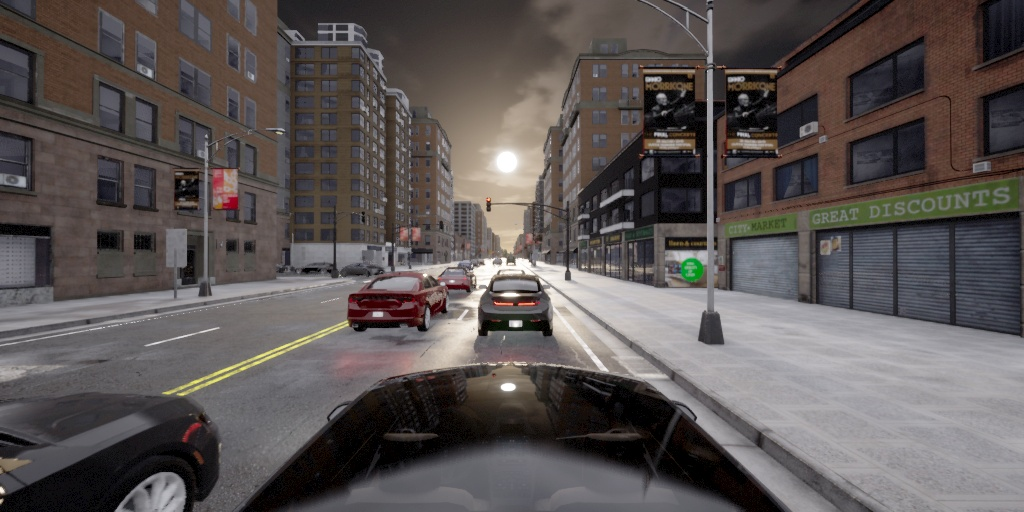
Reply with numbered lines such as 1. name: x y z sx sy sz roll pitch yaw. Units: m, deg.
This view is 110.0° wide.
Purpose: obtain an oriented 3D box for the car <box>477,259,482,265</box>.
1. car: -6.738 1.279 62.339 1.837 1.490 4.892 0 0 0

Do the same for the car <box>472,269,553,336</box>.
1. car: 0.077 1.256 10.369 1.837 1.490 4.892 0 0 0

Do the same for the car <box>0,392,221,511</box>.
1. car: -3.147 1.256 0.734 1.837 1.490 4.892 0 0 0

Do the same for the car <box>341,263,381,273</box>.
1. car: -14.000 1.316 33.949 4.181 1.385 1.994 0 0 20

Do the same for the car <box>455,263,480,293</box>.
1. car: -3.199 1.317 21.017 1.994 1.385 4.181 0 0 -1

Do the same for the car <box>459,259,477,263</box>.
1. car: -6.727 1.295 52.355 1.812 1.442 4.674 0 0 2

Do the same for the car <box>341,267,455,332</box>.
1. car: -3.176 1.228 10.946 1.882 1.535 5.008 0 0 0

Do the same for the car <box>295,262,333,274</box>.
1. car: -22.255 1.346 40.745 4.313 1.339 1.948 0 0 0

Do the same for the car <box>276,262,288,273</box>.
1. car: -27.917 1.331 40.755 4.403 1.370 2.007 0 0 0
